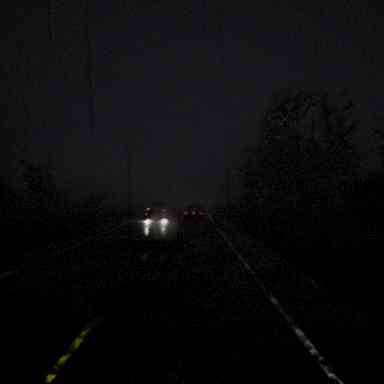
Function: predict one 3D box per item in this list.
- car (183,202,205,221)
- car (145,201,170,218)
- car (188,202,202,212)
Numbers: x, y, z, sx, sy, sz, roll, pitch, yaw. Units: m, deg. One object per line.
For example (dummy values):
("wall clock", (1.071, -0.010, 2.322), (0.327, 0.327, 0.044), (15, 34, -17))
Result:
("car", (0.161, 1.847, 30.296), (2.033, 1.411, 5.357), (0, -1, 0))
("car", (-3.439, 1.685, 33.662), (2.097, 1.767, 4.553), (0, -1, 1))
("car", (0.535, 2.090, 47.606), (1.895, 1.301, 4.718), (0, -1, 2))
